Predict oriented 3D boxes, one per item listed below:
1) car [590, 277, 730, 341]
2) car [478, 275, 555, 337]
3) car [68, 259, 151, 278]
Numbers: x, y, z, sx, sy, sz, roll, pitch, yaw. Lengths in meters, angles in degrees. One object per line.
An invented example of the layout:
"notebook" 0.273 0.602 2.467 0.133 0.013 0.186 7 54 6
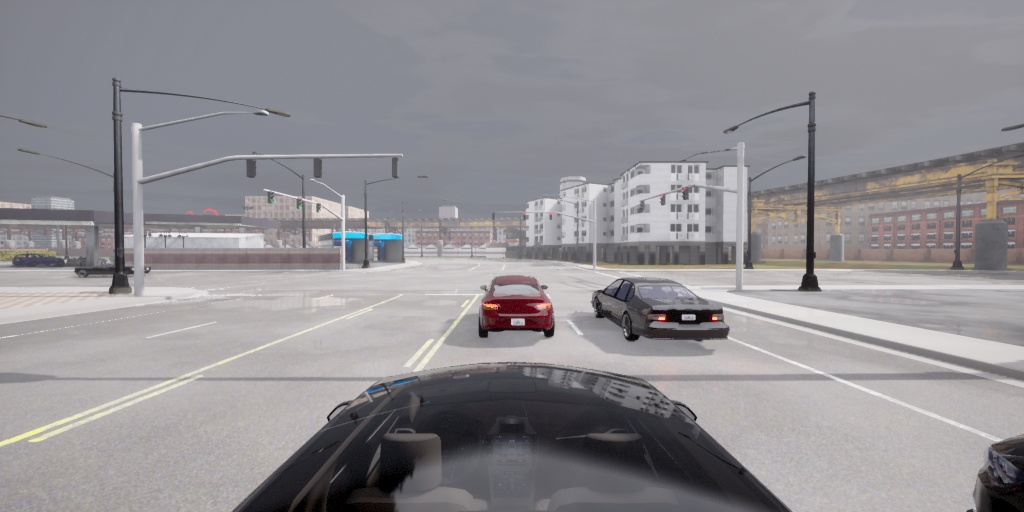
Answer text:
"car" 3.582 1.282 9.790 2.033 1.411 5.357 0 0 0
"car" 0.071 1.256 10.074 1.812 1.442 4.674 0 0 -1
"car" -33.695 1.135 30.268 4.718 1.301 1.895 0 1 -1
